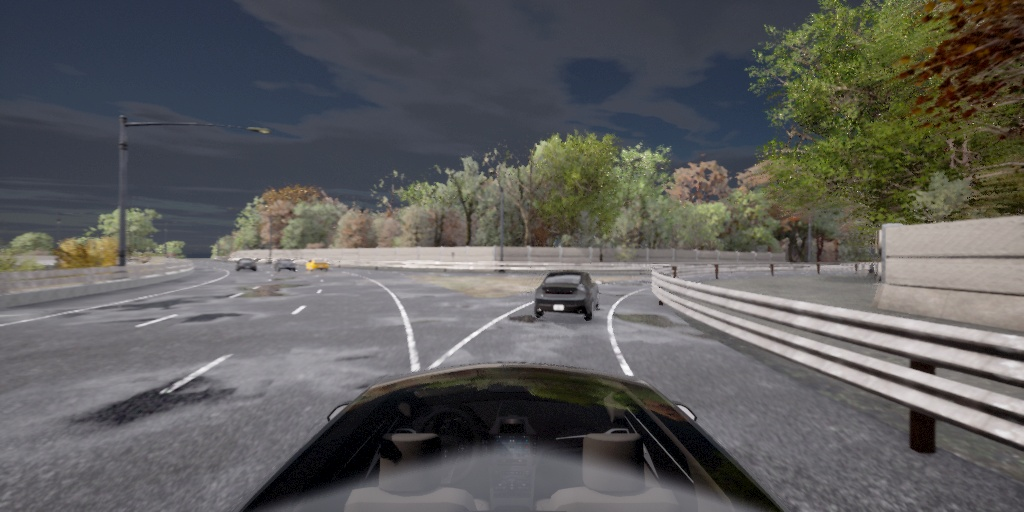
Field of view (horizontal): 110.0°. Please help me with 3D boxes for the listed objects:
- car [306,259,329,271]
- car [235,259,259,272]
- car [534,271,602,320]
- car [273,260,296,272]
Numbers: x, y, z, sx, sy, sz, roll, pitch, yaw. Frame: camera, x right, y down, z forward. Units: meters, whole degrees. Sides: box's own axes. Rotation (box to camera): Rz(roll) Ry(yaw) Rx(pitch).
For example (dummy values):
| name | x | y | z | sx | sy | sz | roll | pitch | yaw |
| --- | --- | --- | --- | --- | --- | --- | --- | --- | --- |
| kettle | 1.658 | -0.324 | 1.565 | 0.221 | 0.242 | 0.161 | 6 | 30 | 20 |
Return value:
| name | x | y | z | sx | sy | sz | roll | pitch | yaw |
| --- | --- | --- | --- | --- | --- | --- | --- | --- | --- |
| car | -24.374 | 1.090 | 44.849 | 1.882 | 1.535 | 5.008 | 0 | 0 | -39 |
| car | -31.286 | 1.082 | 42.219 | 1.812 | 1.442 | 4.674 | 0 | 0 | -40 |
| car | 2.103 | 1.285 | 13.042 | 1.837 | 1.490 | 4.892 | 0 | 0 | 17 |
| car | -27.134 | 1.136 | 42.804 | 2.033 | 1.411 | 5.357 | 0 | 0 | -40 |
